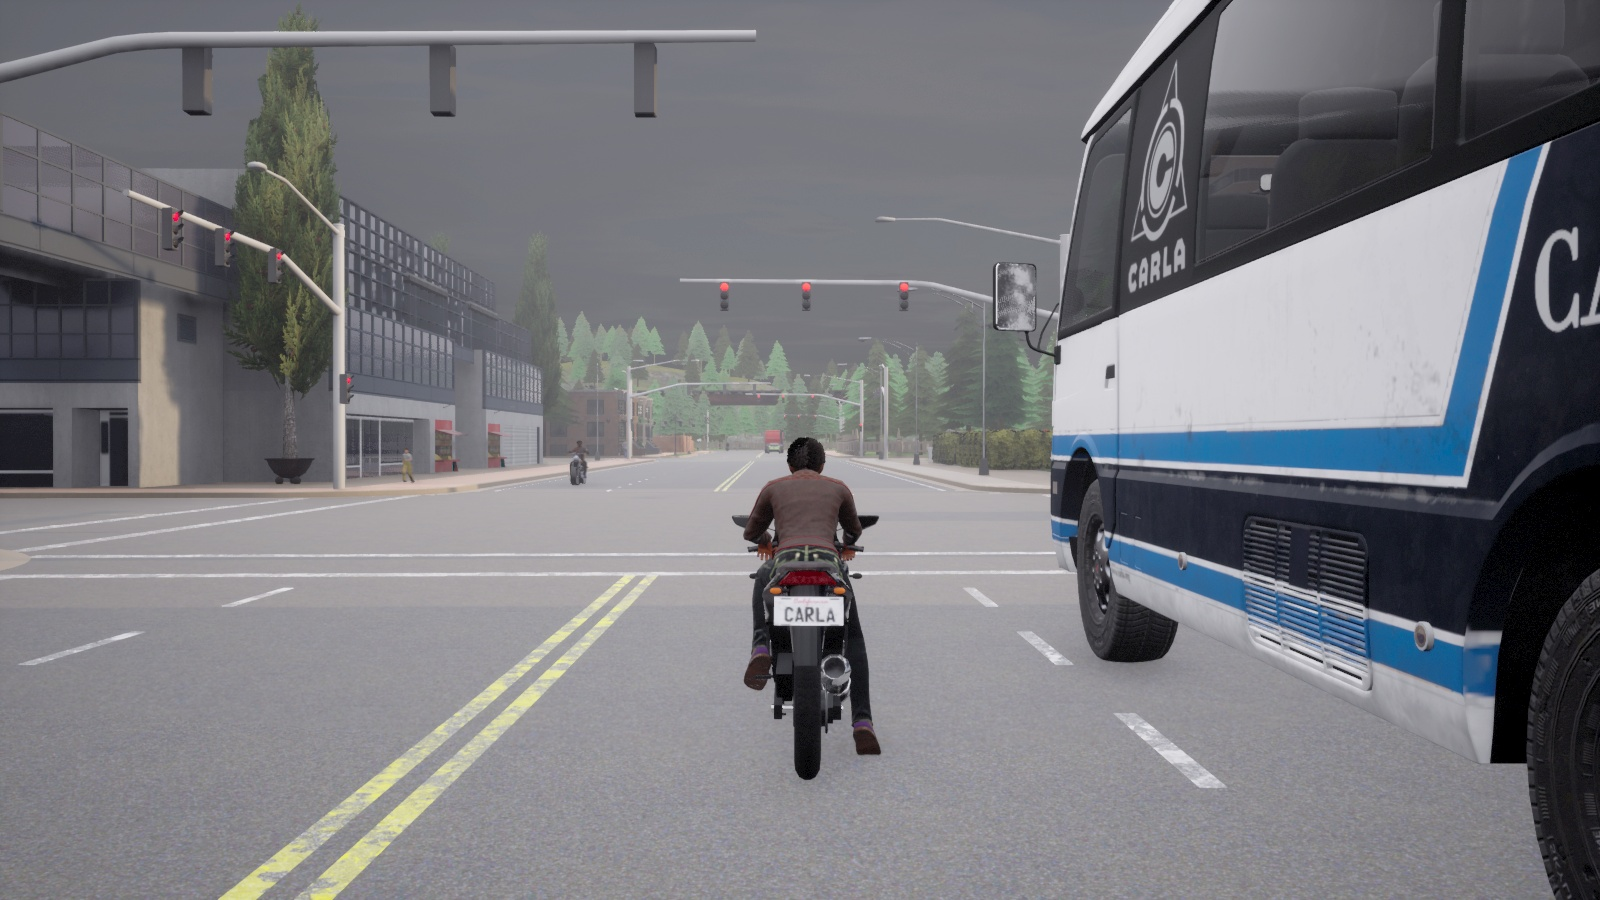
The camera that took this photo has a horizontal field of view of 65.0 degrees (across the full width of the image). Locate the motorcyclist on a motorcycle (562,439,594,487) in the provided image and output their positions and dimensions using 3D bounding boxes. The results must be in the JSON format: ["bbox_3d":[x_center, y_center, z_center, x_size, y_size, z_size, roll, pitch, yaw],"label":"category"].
[{"bbox_3d":[-7.886,0.439,44.618,0.766,1.649,2.350,0,0,-1],"label":"motorcyclist on a motorcycle"}]

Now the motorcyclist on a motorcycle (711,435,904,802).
[{"bbox_3d":[0.030,0.693,6.236,0.797,1.523,2.044,0,0,0],"label":"motorcyclist on a motorcycle"}]

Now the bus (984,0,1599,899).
[{"bbox_3d":[3.533,-0.659,5.564,3.944,4.253,10.273,0,0,0],"label":"bus"}]

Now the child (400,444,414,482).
[{"bbox_3d":[-13.141,0.437,41.997,0.270,1.263,0.437,0,0,7],"label":"child"}]
